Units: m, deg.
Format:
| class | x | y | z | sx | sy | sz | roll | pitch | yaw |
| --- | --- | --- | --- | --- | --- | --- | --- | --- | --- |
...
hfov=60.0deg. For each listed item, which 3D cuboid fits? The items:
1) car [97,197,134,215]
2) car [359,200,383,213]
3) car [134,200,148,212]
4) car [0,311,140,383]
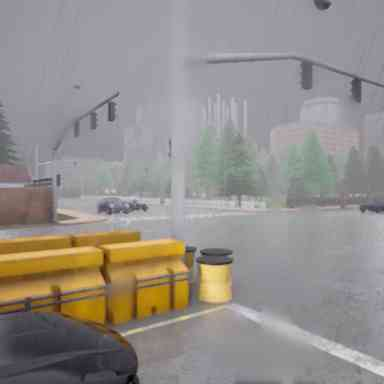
| class | x | y | z | sx | sy | sz | roll | pitch | yaw |
| --- | --- | --- | --- | --- | --- | --- | --- | --- | --- |
| car | -8.057 | 1.334 | 33.912 | 2.097 | 1.767 | 4.553 | 0 | 0 | -33 |
| car | 19.823 | 1.550 | 35.403 | 4.718 | 1.301 | 1.895 | 0 | 0 | -34 |
| car | -6.826 | 1.578 | 38.406 | 1.895 | 1.301 | 4.718 | 0 | 0 | -33 |
| car | -2.685 | 1.479 | 1.870 | 5.008 | 1.535 | 1.882 | 0 | 0 | -36 |
